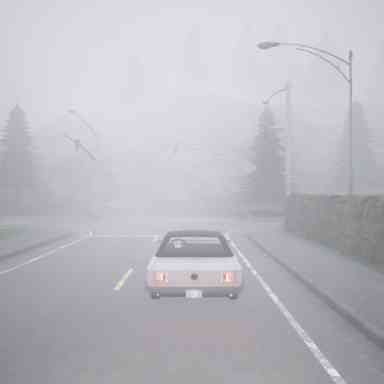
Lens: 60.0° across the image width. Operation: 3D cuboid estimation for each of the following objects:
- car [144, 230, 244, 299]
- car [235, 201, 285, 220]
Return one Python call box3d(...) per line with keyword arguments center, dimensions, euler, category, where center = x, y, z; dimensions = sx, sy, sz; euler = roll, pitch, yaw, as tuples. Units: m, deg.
box3d(center=(0.061, 1.601, 8.382), dimensions=(1.895, 1.301, 4.718), euler=(0, 0, 0), category="car")
box3d(center=(6.001, 1.492, 27.268), dimensions=(4.902, 1.511, 2.128), euler=(0, 0, 1), category="car")
